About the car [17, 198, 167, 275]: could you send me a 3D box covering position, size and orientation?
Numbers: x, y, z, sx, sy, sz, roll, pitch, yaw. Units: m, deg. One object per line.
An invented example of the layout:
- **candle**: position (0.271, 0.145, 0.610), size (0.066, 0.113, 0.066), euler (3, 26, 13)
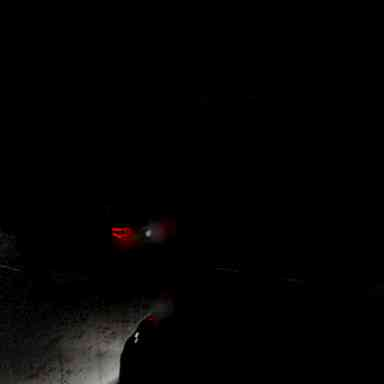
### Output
- **car**: position (-3.350, 1.226, 10.683), size (5.566, 2.045, 2.150), euler (0, 0, 36)

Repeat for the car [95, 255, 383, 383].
- **car**: position (1.285, 1.565, 3.100), size (4.181, 1.385, 1.994), euler (0, 0, 35)
